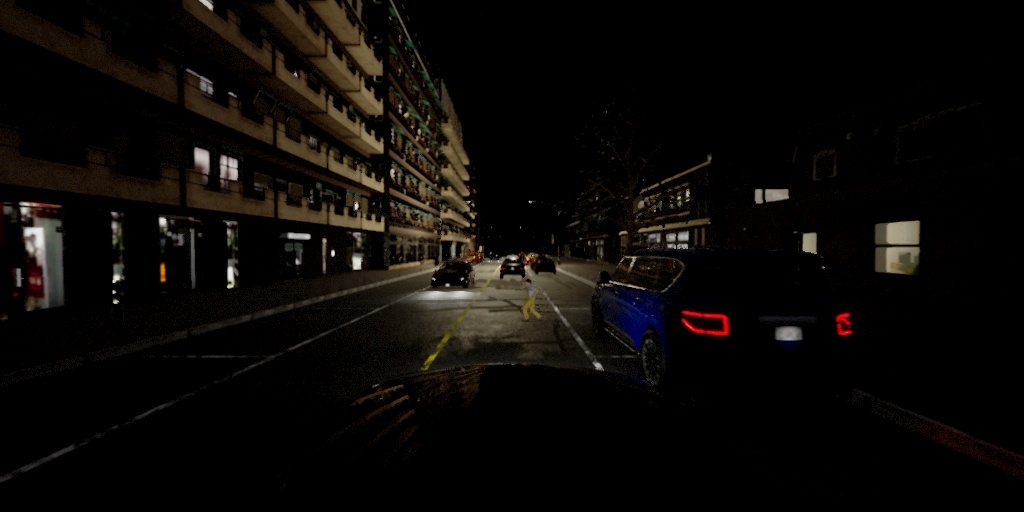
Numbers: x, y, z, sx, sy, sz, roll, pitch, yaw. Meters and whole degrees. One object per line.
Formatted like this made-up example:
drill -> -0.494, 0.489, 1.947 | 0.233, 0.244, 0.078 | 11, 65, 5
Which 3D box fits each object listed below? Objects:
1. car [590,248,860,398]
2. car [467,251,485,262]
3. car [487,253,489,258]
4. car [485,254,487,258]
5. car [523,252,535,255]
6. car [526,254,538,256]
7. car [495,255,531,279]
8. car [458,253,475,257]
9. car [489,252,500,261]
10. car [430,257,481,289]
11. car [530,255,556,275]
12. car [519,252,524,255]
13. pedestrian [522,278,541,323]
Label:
car -> 3.001, 0.884, 6.571 | 2.150, 2.045, 5.566 | 0, 1, 0
car -> -5.683, 0.152, 52.515 | 2.192, 1.841, 5.009 | 0, 0, 0
car -> -5.682, 0.192, 63.907 | 2.007, 1.370, 4.403 | 0, 0, 0
car -> -5.683, 0.179, 58.211 | 1.967, 1.591, 4.097 | 0, 0, 0
car -> 2.696, 0.376, 46.814 | 1.967, 1.591, 4.097 | 0, 0, 0
car -> 2.695, 0.701, 35.423 | 1.948, 1.339, 4.313 | 0, 0, 0
car -> 0.060, 0.845, 26.315 | 2.033, 1.411, 5.357 | 0, 1, 0
car -> -5.685, 0.617, 41.123 | 1.802, 1.307, 4.207 | 0, 0, 0
car -> -2.991, 0.186, 64.549 | 1.837, 1.490, 4.892 | 0, 1, 0
car -> -3.098, 0.961, 19.901 | 2.033, 1.411, 5.357 | 0, 1, 0
car -> 2.694, 0.818, 29.727 | 1.802, 1.307, 4.207 | 0, 0, 0
car -> 0.063, 0.532, 44.013 | 2.033, 1.411, 5.357 | 0, 1, 0
pedestrian -> 0.529, 1.172, 9.830 | 0.375, 1.300, 0.375 | 0, 1, 0
